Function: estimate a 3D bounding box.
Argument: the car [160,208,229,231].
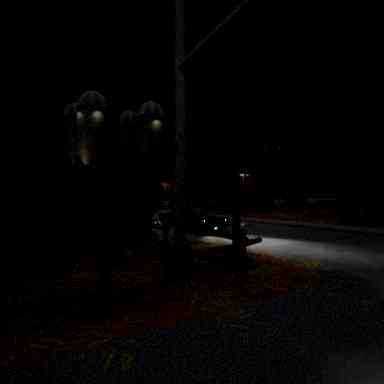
[{"bbox_3d":[-0.010,1.601,19.354,1.895,1.301,4.718,0,0,-35],"label":"car"}]
